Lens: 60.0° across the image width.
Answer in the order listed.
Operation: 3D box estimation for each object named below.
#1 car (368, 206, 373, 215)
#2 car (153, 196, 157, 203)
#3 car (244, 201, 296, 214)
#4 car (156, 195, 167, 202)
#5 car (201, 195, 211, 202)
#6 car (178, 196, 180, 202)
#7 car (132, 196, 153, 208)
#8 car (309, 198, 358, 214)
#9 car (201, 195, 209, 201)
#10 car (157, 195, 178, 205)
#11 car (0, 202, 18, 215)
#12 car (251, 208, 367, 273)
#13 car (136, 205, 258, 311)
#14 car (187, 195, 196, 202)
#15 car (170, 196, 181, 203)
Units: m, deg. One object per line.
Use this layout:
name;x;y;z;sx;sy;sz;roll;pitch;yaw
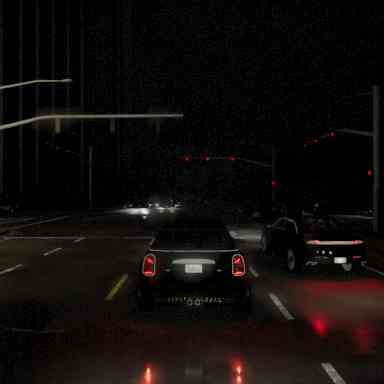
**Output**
car;19.120;1.560;31.116;4.892;1.490;1.837;0;0;0
car;-7.167;1.525;62.908;1.812;1.442;4.674;0;0;0
car;6.845;1.532;27.889;4.892;1.490;1.837;0;2;17
car;-7.142;1.521;78.396;2.033;1.411;5.357;0;0;0
car;3.359;1.500;77.817;1.837;1.490;4.892;0;0;0
car;-3.682;1.504;59.828;1.837;1.490;4.892;0;0;0
car;-7.184;1.601;47.105;1.895;1.301;4.718;0;0;0
car;14.609;1.407;34.669;4.553;1.767;2.097;0;0;2
car;3.341;1.478;87.916;1.882;1.535;5.008;0;0;0
car;-3.687;1.352;50.504;2.097;1.767;4.553;0;0;0
car;-20.867;1.656;34.531;4.718;1.301;1.895;0;0;-1
car;3.600;1.492;10.729;2.128;1.511;4.902;0;0;-3
car;0.043;1.352;7.919;2.097;1.767;4.553;0;0;0
car;-0.141;1.478;77.833;1.882;1.535;5.008;0;0;0
car;-3.634;1.539;73.752;2.033;1.411;5.357;0;0;0
